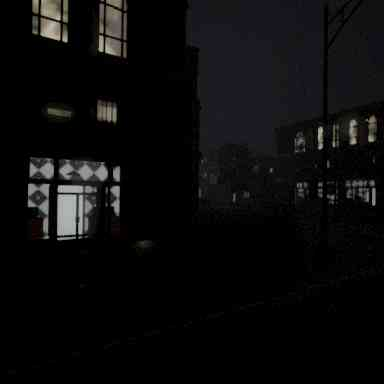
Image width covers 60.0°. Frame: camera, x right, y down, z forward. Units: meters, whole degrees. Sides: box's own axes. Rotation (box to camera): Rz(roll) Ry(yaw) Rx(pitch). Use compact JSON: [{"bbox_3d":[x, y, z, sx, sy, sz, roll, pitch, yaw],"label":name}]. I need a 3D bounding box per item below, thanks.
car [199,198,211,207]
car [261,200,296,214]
[{"bbox_3d":[1.376,1.603,52.117,1.887,1.381,4.507,1,-1,-27],"label":"car"},{"bbox_3d":[9.443,1.607,36.634,2.008,1.369,4.403,1,-1,-27],"label":"car"}]
